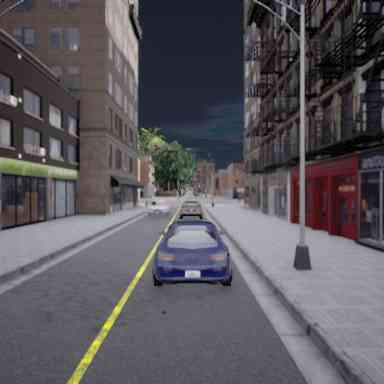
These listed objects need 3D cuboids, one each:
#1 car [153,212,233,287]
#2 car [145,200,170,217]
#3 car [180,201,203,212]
[{"bbox_3d":[0.014,1.501,9.102,1.812,1.442,4.674,0,0,0],"label":"car"},{"bbox_3d":[-2.999,1.450,30.770,1.812,1.442,4.674,0,0,0],"label":"car"},{"bbox_3d":[-0.065,1.477,28.072,2.033,1.411,5.357,0,0,0],"label":"car"}]
